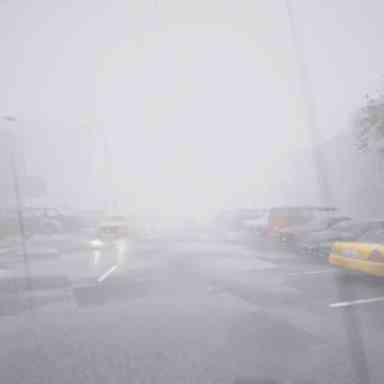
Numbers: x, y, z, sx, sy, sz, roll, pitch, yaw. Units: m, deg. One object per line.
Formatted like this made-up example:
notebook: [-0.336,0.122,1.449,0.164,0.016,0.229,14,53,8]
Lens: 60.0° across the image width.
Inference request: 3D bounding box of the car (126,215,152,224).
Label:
car: [-12.246,6.316,77.200,5.566,2.045,2.435,1,-5,-20]

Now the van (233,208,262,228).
van: [6.384,2.483,30.117,4.442,1.987,1.878,2,-4,-20]

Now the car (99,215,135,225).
car: [-11.999,4.447,53.238,5.366,1.575,1.946,1,-5,-21]

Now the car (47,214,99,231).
car: [-11.558,2.933,32.412,4.674,1.452,2.002,1,-4,-20]

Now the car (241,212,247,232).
car: [6.326,2.375,24.195,4.674,1.452,2.002,2,-4,-20]

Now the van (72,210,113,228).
van: [-11.522,3.083,38.449,4.442,1.987,1.878,1,-5,-21]

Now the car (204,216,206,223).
car: [5.724,5.679,68.081,5.008,1.535,2.097,3,-6,-21]

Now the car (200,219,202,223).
car: [5.423,7.003,82.696,5.008,1.535,2.097,3,-5,-21]

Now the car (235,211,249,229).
car: [6.302,2.557,27.128,4.674,1.452,2.002,2,-4,-20]

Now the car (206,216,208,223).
car: [5.758,5.291,65.163,4.553,1.767,2.185,3,-6,-21]

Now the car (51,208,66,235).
car: [-11.519,2.193,23.453,4.553,1.767,2.185,0,-4,-20]

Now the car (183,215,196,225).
car: [-0.353,4.134,48.194,1.895,1.301,4.718,0,-4,-1]

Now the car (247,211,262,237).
car: [6.315,2.190,21.267,4.792,1.488,2.163,2,-4,-20]

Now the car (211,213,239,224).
car: [5.862,4.780,59.320,4.553,1.767,2.185,3,-6,-21]

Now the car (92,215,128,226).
car: [-11.712,4.007,47.351,4.792,1.488,2.163,1,-5,-21]

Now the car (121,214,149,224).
car: [-12.171,5.771,71.207,5.566,2.045,2.435,1,-5,-21]

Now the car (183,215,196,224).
car: [-0.507,4.840,58.198,2.128,1.511,4.902,0,-5,-1]

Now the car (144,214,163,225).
car: [-5.396,4.113,48.835,1.812,1.442,4.674,0,-5,0]

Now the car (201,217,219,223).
car: [5.089,7.938,94.414,4.553,1.767,2.185,3,-6,-21]

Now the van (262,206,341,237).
van: [6.473,1.784,18.405,4.442,1.987,1.878,2,-3,-20]

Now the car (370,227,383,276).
car: [6.415,1.583,6.654,4.892,1.521,2.231,1,-1,-20]

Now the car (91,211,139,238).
car: [-5.191,2.283,23.212,1.882,1.535,5.008,0,-4,0]

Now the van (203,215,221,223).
van: [5.384,7.313,88.607,4.442,1.987,1.878,3,-6,-21]

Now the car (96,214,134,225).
car: [-11.610,4.210,50.388,5.366,1.575,1.946,1,-5,-21]

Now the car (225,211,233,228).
car: [6.252,2.897,32.988,5.008,1.535,2.097,2,-4,-20]

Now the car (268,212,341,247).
car: [6.384,1.869,15.426,5.008,1.535,2.097,2,-3,-20]

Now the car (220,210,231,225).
car: [6.154,3.175,38.844,4.553,1.767,2.185,2,-5,-20]

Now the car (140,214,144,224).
car: [-11.951,4.703,59.275,5.566,2.045,2.435,1,-5,-21]

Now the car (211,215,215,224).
car: [6.102,3.705,47.653,5.566,2.045,2.435,3,-5,-21]

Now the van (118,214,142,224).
van: [-12.141,5.253,65.206,4.442,1.987,1.878,1,-5,-21]

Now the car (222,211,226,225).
car: [6.189,3.125,35.897,4.792,1.488,2.163,2,-4,-20]

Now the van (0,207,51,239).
van: [-11.357,1.919,20.522,4.442,1.987,1.878,1,-3,-20]

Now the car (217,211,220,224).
car: [6.143,3.515,41.766,4.892,1.521,2.231,2,-5,-21]

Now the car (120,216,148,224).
car: [-11.914,5.751,68.282,5.366,1.575,1.946,1,-6,-21]

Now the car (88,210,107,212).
car: [-11.564,2.973,35.417,4.553,1.767,2.185,1,-4,-20]

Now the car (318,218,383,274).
car: [6.572,1.658,9.648,5.366,1.575,1.946,1,-2,-20]

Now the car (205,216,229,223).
car: [5.606,6.210,73.926,4.892,1.521,2.231,3,-6,-21]

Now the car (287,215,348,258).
car: [6.396,1.753,12.501,4.892,1.521,2.231,2,-2,-20]

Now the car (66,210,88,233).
car: [-11.492,2.255,26.476,5.566,2.045,2.435,0,-4,-20]

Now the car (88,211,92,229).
car: [-11.563,2.725,29.414,4.792,1.488,2.163,1,-4,-20]

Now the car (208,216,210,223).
car: [5.933,4.657,56.389,5.008,1.535,2.097,3,-5,-21]

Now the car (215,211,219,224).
car: [6.106,3.730,44.696,4.892,1.521,2.231,2,-5,-21]
